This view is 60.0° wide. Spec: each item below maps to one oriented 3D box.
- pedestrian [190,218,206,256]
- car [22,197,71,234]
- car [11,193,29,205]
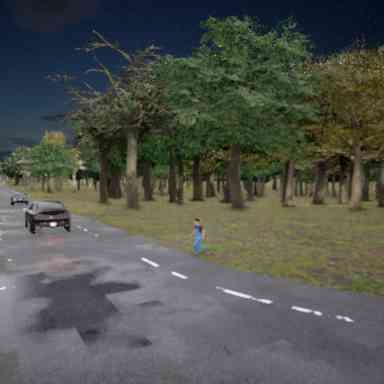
[{"bbox_3d":[0.244,1.354,10.654,0.375,1.300,0.375,-3,4,-30],"label":"pedestrian"},{"bbox_3d":[-7.649,1.209,17.522,1.837,1.490,4.892,-1,1,-30],"label":"car"},{"bbox_3d":[-20.878,0.828,40.404,2.033,1.411,5.357,-1,2,-30],"label":"car"}]
